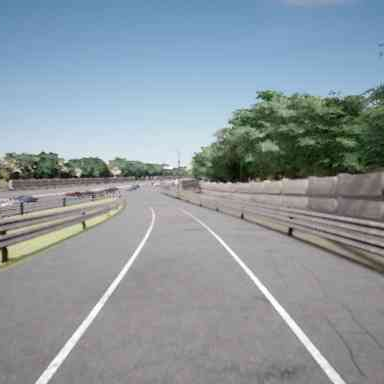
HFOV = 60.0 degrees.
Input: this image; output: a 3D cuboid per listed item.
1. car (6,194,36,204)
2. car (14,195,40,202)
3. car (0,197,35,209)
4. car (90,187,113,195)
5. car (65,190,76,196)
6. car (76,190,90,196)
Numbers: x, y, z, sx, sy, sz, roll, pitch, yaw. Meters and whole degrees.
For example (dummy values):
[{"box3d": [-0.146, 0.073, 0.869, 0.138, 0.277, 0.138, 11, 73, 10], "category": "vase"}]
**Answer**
[{"box3d": [-30.930, 1.193, 60.495, 2.033, 1.411, 5.357, 0, 3, 8], "category": "car"}, {"box3d": [-27.908, 1.387, 57.023, 1.994, 1.385, 4.181, 0, 3, 8], "category": "car"}, {"box3d": [-25.616, 1.877, 48.637, 1.895, 1.301, 4.718, 0, 3, 8], "category": "car"}, {"box3d": [-21.216, 0.185, 78.239, 2.033, 1.411, 5.357, 0, 3, 8], "category": "car"}, {"box3d": [-28.136, 0.215, 79.300, 1.895, 1.301, 4.718, 0, 3, 8], "category": "car"}, {"box3d": [-24.676, 0.158, 78.767, 2.128, 1.511, 4.902, 0, 3, 8], "category": "car"}]
